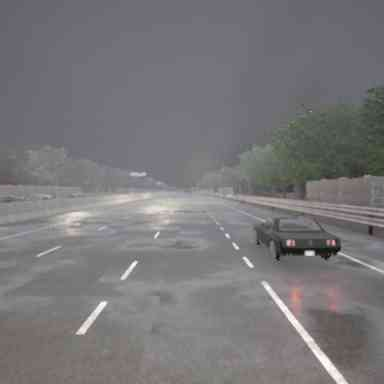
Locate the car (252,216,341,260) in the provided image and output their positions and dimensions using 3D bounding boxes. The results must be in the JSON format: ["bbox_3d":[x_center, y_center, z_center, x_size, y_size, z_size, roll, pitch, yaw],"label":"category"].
[{"bbox_3d":[3.496,1.531,12.133,1.895,1.301,4.718,0,0,-1],"label":"car"}]

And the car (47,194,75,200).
[{"bbox_3d":[-17.644,1.091,46.055,2.097,1.767,4.553,0,0,0],"label":"car"}]

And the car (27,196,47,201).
[{"bbox_3d":[-21.142,1.287,46.036,2.033,1.411,5.357,0,0,0],"label":"car"}]

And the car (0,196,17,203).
[{"bbox_3d":[-24.657,1.260,43.243,1.837,1.490,4.892,0,0,0],"label":"car"}]
